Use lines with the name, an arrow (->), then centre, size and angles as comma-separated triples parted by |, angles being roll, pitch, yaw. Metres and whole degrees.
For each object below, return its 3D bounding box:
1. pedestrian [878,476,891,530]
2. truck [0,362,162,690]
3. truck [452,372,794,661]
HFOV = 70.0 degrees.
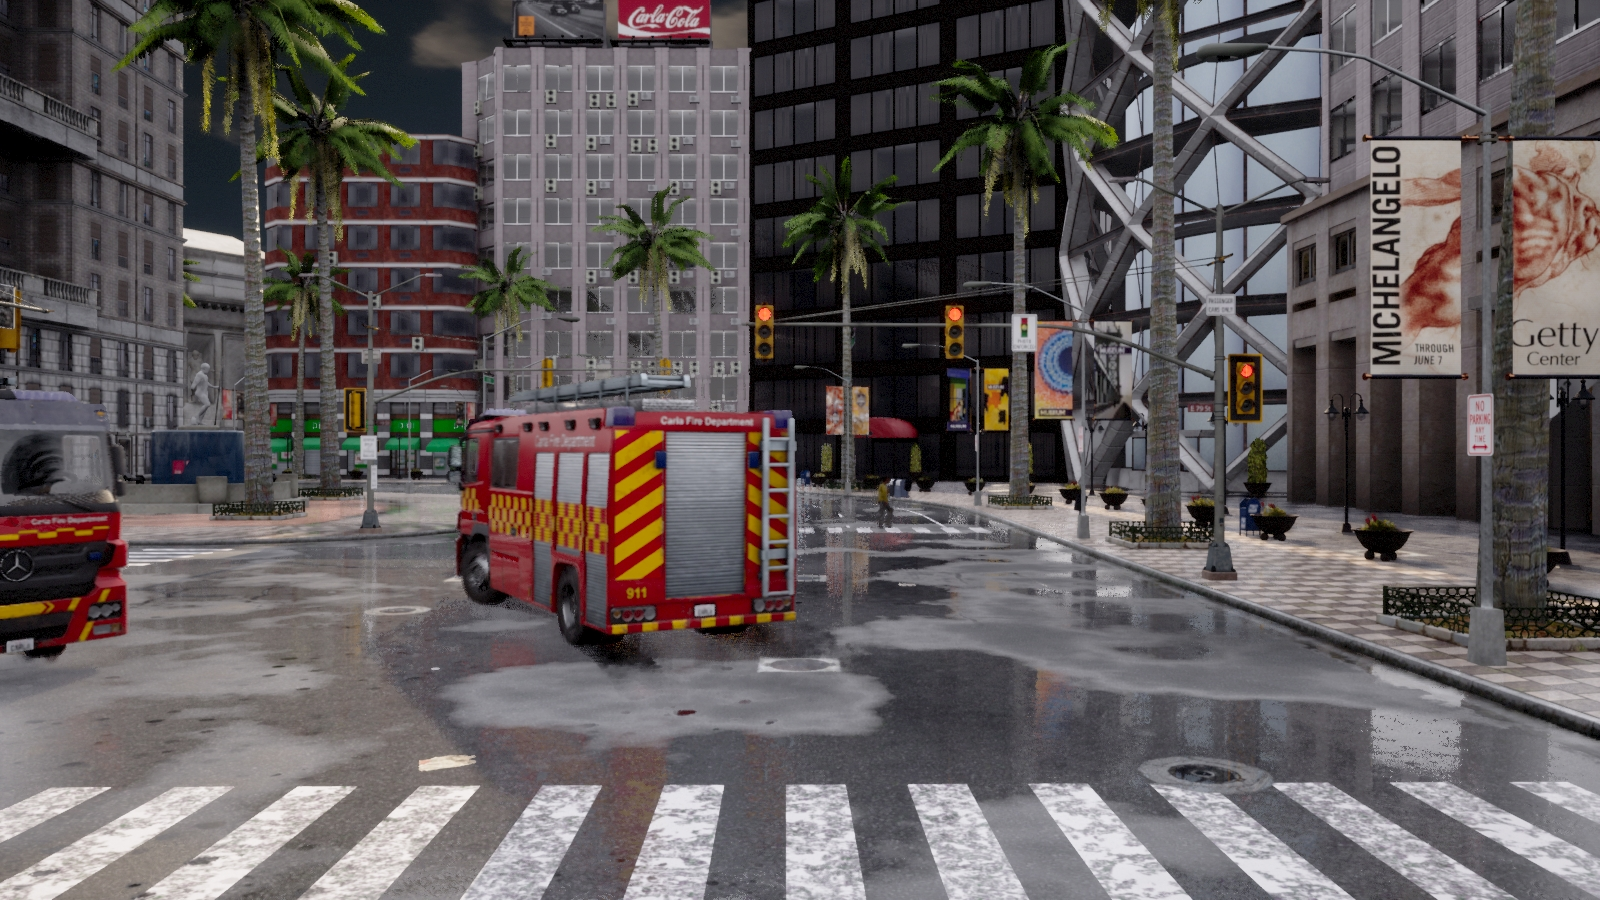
pedestrian -> 2.952, 1.835, 39.892 | 0.375, 1.860, 0.375 | 0, 0, -14
truck -> -12.851, 0.884, 15.755 | 8.468, 3.827, 2.891 | 0, 0, 27
truck -> -3.465, 0.883, 19.526 | 2.891, 3.827, 8.468 | 0, 0, -30
